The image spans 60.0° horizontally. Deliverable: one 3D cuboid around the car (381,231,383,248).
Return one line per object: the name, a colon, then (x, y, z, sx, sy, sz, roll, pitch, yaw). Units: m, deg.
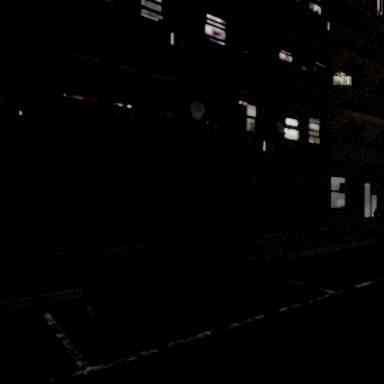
car: (9.206, 1.561, 13.114, 4.313, 1.339, 1.947, 0, 1, -35)

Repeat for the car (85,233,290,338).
car: (0.136, 1.565, 6.643, 4.313, 1.339, 1.947, 0, 1, -35)
